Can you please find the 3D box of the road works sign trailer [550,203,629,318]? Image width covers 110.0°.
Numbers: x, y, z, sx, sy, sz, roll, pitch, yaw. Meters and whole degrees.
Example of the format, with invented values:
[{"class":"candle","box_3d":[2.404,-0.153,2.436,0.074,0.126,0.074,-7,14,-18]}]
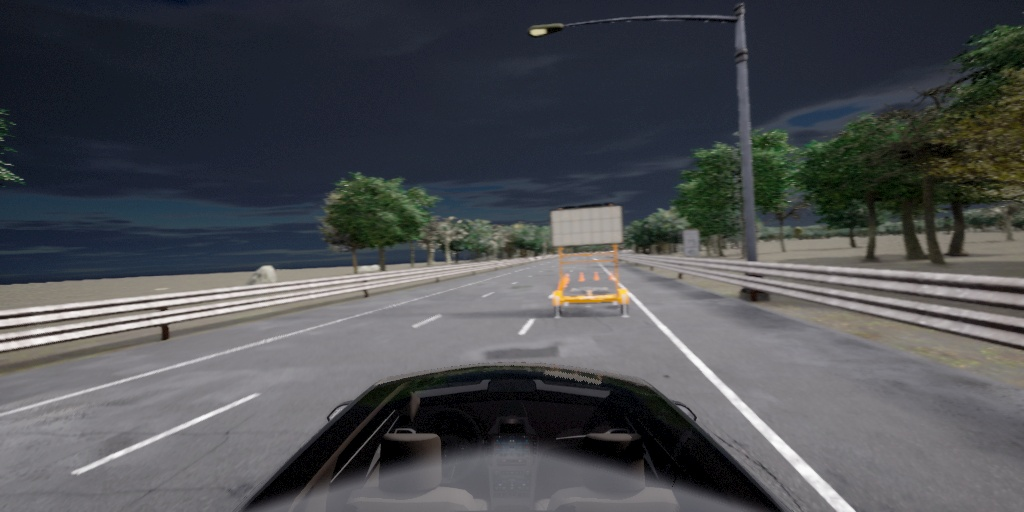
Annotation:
[{"class":"road works sign trailer","box_3d":[2.674,0.065,12.216,2.380,3.560,2.880,0,0,12]}]
